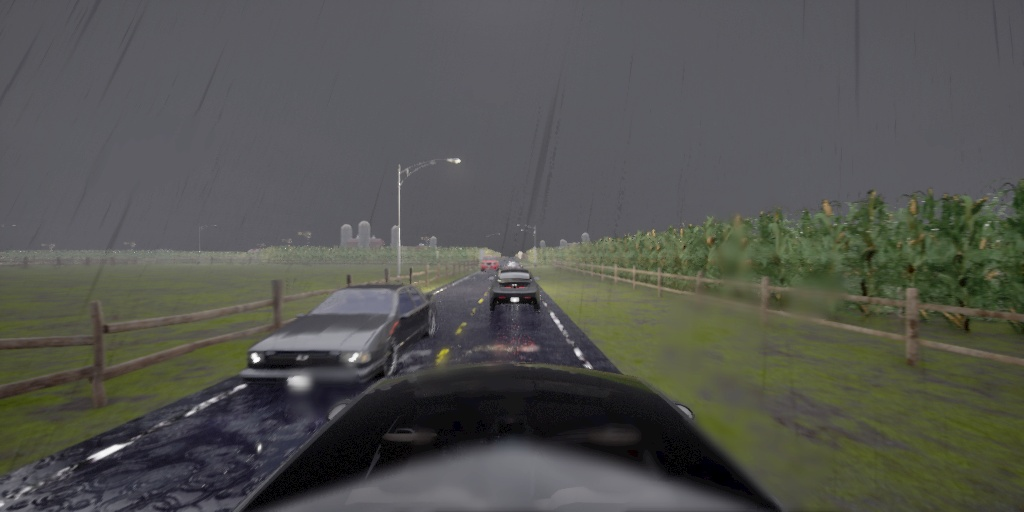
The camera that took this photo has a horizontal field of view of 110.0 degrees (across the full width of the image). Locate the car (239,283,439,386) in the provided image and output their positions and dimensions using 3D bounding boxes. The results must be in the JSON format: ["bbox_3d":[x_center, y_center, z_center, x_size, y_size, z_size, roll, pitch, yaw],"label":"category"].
[{"bbox_3d":[-2.851,1.297,7.458,2.033,1.411,5.357,0,0,0],"label":"car"}]

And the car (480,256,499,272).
[{"bbox_3d":[-2.840,0.951,46.837,2.150,2.045,5.566,0,0,0],"label":"car"}]

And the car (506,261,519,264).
[{"bbox_3d":[0.094,1.284,38.179,2.033,1.411,5.357,0,0,0],"label":"car"}]

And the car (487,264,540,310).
[{"bbox_3d":[0.097,1.253,14.737,1.837,1.490,4.892,0,0,0],"label":"car"}]
